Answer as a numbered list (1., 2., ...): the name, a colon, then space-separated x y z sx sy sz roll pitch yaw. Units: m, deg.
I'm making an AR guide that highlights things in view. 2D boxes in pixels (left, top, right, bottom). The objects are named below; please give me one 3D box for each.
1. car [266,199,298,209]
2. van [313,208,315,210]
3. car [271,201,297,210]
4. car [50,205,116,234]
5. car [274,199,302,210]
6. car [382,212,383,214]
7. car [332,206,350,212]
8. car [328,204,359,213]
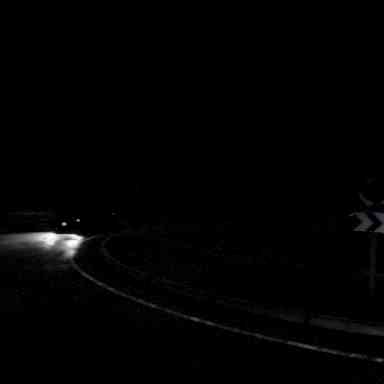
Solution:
1. car: 18.548 2.566 70.166 5.566 2.045 2.435 2 -2 34
2. van: 27.848 3.465 83.930 4.442 1.987 1.878 2 -2 34
3. car: 19.992 2.940 72.394 4.892 1.521 2.231 2 -2 34
4. car: -5.907 1.444 18.512 1.994 1.385 4.181 2 -1 14
5. car: 21.566 2.821 74.712 5.566 2.045 2.435 2 -2 34
6. car: 35.252 3.525 61.965 1.812 1.442 4.674 2 -1 34
7. car: 27.502 2.935 61.595 4.553 1.767 2.185 2 -2 34
8. car: 29.195 3.200 64.104 5.008 1.535 2.097 2 -2 34
